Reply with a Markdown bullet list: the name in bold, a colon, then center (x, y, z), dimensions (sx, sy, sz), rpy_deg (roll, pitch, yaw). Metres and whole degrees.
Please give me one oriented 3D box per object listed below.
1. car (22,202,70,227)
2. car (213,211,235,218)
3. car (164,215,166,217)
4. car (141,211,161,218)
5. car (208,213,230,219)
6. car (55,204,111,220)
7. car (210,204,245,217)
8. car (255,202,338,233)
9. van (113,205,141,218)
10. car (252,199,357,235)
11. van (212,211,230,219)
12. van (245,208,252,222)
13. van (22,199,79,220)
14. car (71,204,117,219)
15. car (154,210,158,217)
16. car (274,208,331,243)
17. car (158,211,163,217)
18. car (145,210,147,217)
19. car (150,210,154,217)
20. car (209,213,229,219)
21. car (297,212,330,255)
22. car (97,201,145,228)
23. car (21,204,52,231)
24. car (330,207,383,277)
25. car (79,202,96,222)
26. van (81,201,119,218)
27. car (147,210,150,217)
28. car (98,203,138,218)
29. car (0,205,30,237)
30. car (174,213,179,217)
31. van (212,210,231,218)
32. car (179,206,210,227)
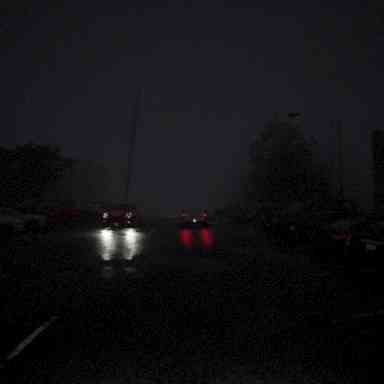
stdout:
- **car**: center (-11.302, 1.718, 23.294), dimensions (4.792, 1.488, 2.163), rpy_deg (0, -1, -20)
- **car**: center (7.221, 5.212, 75.476), dimensions (4.674, 1.452, 2.002), rpy_deg (2, -5, -19)
- **car**: center (-10.321, 6.450, 90.514), dimensions (5.008, 1.535, 2.097), rpy_deg (1, -5, -19)
- **car**: center (-10.405, 5.821, 84.688), dimensions (4.553, 1.767, 2.185), rpy_deg (1, -5, -19)
- **car**: center (7.308, 6.416, 90.087), dimensions (5.366, 1.575, 1.946), rpy_deg (3, -5, -19)
- **car**: center (-11.402, 2.071, 34.922), dimensions (5.366, 1.575, 1.946), rpy_deg (0, -3, -19)
- **car**: center (5.024, 2.336, 42.503), dimensions (1.882, 1.535, 5.008), rpy_deg (-7, -5, 44)
- **car**: center (6.501, 1.539, 20.873), dimensions (4.553, 1.767, 2.185), rpy_deg (1, -1, -20)
- **van**: center (-10.851, 3.271, 55.508), dimensions (4.442, 1.987, 1.878), rpy_deg (1, -5, -19)
- **car**: center (6.433, 1.370, 17.854), dimensions (5.566, 2.045, 2.435), rpy_deg (1, -1, -20)
- **van**: center (7.542, 5.954, 87.275), dimensions (4.442, 1.987, 1.878), rpy_deg (2, -5, -19)
- **van**: center (6.378, 1.488, 23.817), dimensions (4.442, 1.987, 1.878), rpy_deg (1, -2, -20)
- **van**: center (-11.422, 1.530, 26.179), dimensions (4.442, 1.987, 1.878), rpy_deg (0, -1, -20)
- **car**: center (-11.205, 2.223, 37.910), dimensions (4.892, 1.521, 2.231), rpy_deg (0, -3, -19)
- **car**: center (-10.638, 4.956, 72.980), dimensions (4.892, 1.521, 2.231), rpy_deg (1, -5, -19)
- **car**: center (6.464, 1.616, 14.888), dimensions (4.792, 1.488, 2.163), rpy_deg (1, -1, -20)
- **car**: center (-10.569, 5.197, 78.835), dimensions (5.566, 2.045, 2.435), rpy_deg (1, -5, -19)
- **car**: center (-10.935, 3.766, 58.355), dimensions (4.792, 1.488, 2.163), rpy_deg (1, -5, -19)
- **car**: center (-10.927, 4.460, 67.074), dimensions (5.366, 1.575, 1.946), rpy_deg (1, -5, -19)
- **car**: center (7.528, 6.682, 93.081), dimensions (4.892, 1.521, 2.231), rpy_deg (3, -6, -19)
- **car**: center (6.419, 1.595, 11.883), dimensions (4.674, 1.452, 2.002), rpy_deg (1, -1, -20)
- **car**: center (-4.964, 1.579, 24.069), dimensions (2.097, 1.767, 4.553), rpy_deg (0, -1, 1)
- **car**: center (-11.353, 1.679, 20.360), dimensions (4.674, 1.452, 2.002), rpy_deg (-1, -1, -20)
- **car**: center (6.384, 1.406, 8.884), dimensions (4.553, 1.767, 2.185), rpy_deg (1, -1, -20)
- **car**: center (-11.292, 1.842, 29.142), dimensions (5.008, 1.535, 2.097), rpy_deg (0, -2, -20)
- **van**: center (-11.275, 2.162, 40.802), dimensions (4.442, 1.987, 1.878), rpy_deg (0, -3, -19)
- **car**: center (-11.034, 3.974, 61.234), dimensions (5.366, 1.575, 1.946), rpy_deg (1, -5, -19)
- **car**: center (-11.025, 2.760, 49.626), dimensions (5.566, 2.045, 2.435), rpy_deg (1, -5, -19)
- **car**: center (-11.369, 1.638, 17.421), dimensions (4.674, 1.452, 2.002), rpy_deg (-1, -1, -20)
- **car**: center (-3.872, 6.649, 92.608), dimensions (1.837, 1.490, 4.892), rpy_deg (0, -5, 1)
- **van**: center (7.218, 5.441, 81.326), dimensions (4.442, 1.987, 1.878), rpy_deg (2, -5, -19)
- **car**: center (0.197, 1.772, 24.960), dimensions (1.812, 1.442, 4.674), rpy_deg (0, -1, 1)
